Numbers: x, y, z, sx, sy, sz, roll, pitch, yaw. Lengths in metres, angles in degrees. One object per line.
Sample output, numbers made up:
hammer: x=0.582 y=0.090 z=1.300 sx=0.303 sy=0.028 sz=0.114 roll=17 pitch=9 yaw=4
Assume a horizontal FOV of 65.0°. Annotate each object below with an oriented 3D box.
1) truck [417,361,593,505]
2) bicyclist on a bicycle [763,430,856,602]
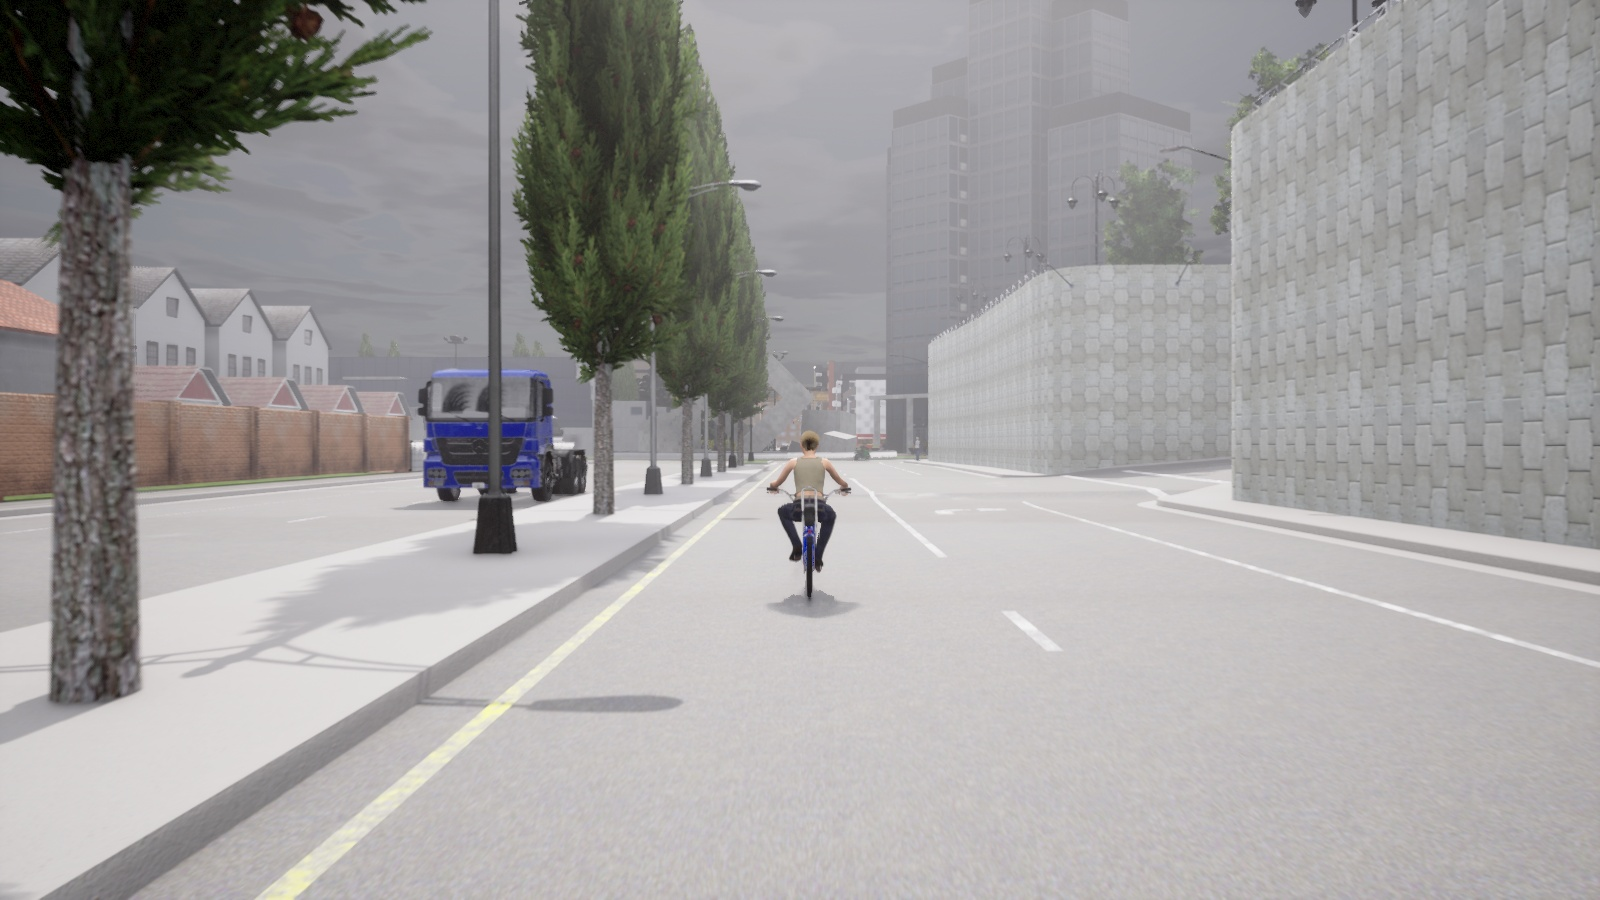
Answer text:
truck: x=-7.789 y=-0.435 z=34.336 sx=2.891 sy=3.462 sz=7.936 roll=0 pitch=0 yaw=0
bicyclist on a bicycle: x=0.091 y=0.613 z=12.476 sx=0.866 sy=1.612 sz=1.509 roll=0 pitch=0 yaw=0
